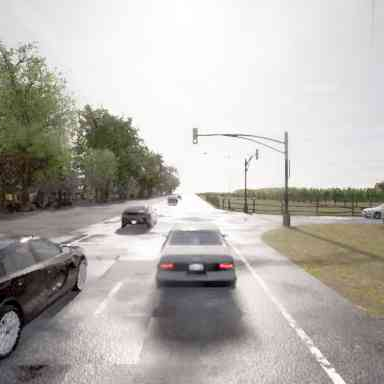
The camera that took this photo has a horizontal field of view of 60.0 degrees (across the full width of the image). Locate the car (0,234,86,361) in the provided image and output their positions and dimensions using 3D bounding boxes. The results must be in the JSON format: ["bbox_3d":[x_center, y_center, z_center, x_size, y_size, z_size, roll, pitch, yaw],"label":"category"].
[{"bbox_3d":[-3.415,1.480,5.917,1.882,1.535,5.008,0,0,0],"label":"car"}]

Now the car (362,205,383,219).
[{"bbox_3d":[18.618,1.793,31.459,4.674,1.442,1.812,1,-1,0],"label":"car"}]

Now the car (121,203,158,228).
[{"bbox_3d":[-3.451,1.517,22.162,1.837,1.490,4.892,0,0,0],"label":"car"}]

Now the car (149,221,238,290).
[{"bbox_3d":[0.081,1.552,9.169,2.033,1.411,5.357,0,0,0],"label":"car"}]

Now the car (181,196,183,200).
[{"bbox_3d":[-3.713,1.517,91.615,1.837,1.490,4.892,0,0,0],"label":"car"}]

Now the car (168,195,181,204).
[{"bbox_3d":[-3.546,1.494,62.729,1.882,1.535,5.008,0,0,0],"label":"car"}]
